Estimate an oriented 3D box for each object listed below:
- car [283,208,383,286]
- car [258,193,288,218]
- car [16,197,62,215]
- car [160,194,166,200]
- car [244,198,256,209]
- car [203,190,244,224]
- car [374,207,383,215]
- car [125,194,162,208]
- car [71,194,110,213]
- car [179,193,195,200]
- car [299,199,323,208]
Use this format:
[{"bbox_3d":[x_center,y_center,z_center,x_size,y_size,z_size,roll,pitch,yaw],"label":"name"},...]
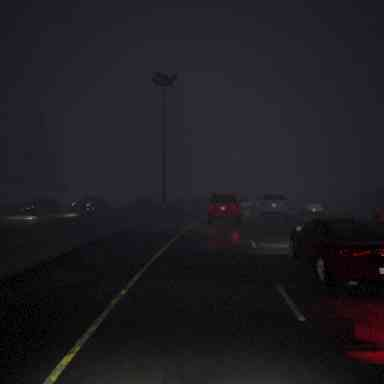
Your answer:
[{"bbox_3d":[4.081,1.426,9.206,1.882,1.535,5.008,0,0,4],"label":"car"},{"bbox_3d":[6.827,1.058,28.084,2.150,2.045,5.566,0,0,12],"label":"car"},{"bbox_3d":[-14.162,1.291,31.021,1.837,1.490,4.892,0,0,12],"label":"car"},{"bbox_3d":[-6.842,1.086,65.024,1.837,1.490,4.892,0,0,24],"label":"car"},{"bbox_3d":[6.838,1.354,41.557,1.895,1.301,4.718,0,0,17],"label":"car"},{"bbox_3d":[2.377,1.082,23.503,2.150,2.045,5.566,0,1,10],"label":"car"},{"bbox_3d":[7.746,1.487,11.499,2.033,1.411,5.357,0,0,6],"label":"car"},{"bbox_3d":[-5.578,1.309,37.178,2.033,1.411,5.357,0,0,15],"label":"car"},{"bbox_3d":[-10.074,1.130,33.304,2.097,1.767,4.553,0,0,13],"label":"car"},{"bbox_3d":[-1.036,1.041,69.226,1.882,1.535,5.008,0,0,26],"label":"car"},{"bbox_3d":[11.182,1.349,31.242,1.812,1.442,4.674,0,0,14],"label":"car"}]
